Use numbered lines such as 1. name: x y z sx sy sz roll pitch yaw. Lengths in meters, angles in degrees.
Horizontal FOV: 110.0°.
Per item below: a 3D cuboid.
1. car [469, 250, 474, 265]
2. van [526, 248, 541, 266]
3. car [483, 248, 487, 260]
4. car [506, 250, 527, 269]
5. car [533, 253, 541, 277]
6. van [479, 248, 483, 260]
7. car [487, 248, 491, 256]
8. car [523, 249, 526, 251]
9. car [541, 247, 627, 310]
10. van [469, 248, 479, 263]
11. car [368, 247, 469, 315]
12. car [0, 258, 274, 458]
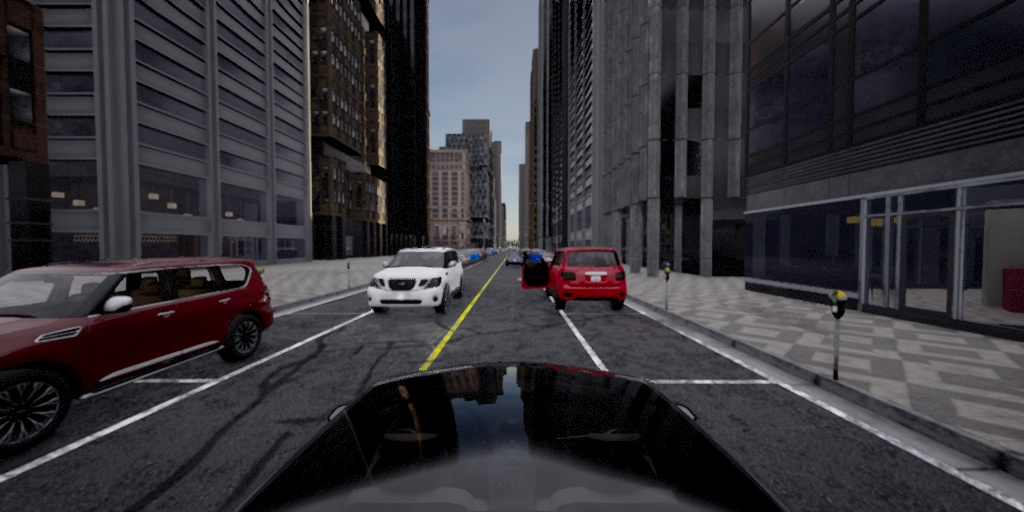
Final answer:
1. car: -5.525 0.341 38.810 1.751 1.417 4.829 0 0 0
2. van: 3.037 0.015 44.568 1.690 1.789 3.998 0 0 0
3. car: -5.415 -0.169 55.896 1.967 1.591 4.097 0 0 0
4. car: 0.313 0.367 39.435 1.994 1.385 4.181 0 1 0
5. car: 2.927 0.644 27.652 1.888 1.381 4.507 0 0 0
6. van: -5.451 -0.127 50.257 1.690 1.789 3.998 0 0 0
7. car: -5.378 -0.436 61.536 2.192 1.841 5.009 0 0 0
8. car: 3.147 -0.168 61.484 1.802 1.307 4.207 0 0 0
9. car: 2.466 0.684 13.127 2.150 2.045 5.566 0 1 0
10. van: -5.488 0.015 44.619 1.690 1.789 3.998 0 0 0
11. car: -3.032 0.699 12.566 2.150 2.045 5.566 0 1 0
12. car: -5.744 0.979 5.147 2.192 1.841 5.009 0 0 0
